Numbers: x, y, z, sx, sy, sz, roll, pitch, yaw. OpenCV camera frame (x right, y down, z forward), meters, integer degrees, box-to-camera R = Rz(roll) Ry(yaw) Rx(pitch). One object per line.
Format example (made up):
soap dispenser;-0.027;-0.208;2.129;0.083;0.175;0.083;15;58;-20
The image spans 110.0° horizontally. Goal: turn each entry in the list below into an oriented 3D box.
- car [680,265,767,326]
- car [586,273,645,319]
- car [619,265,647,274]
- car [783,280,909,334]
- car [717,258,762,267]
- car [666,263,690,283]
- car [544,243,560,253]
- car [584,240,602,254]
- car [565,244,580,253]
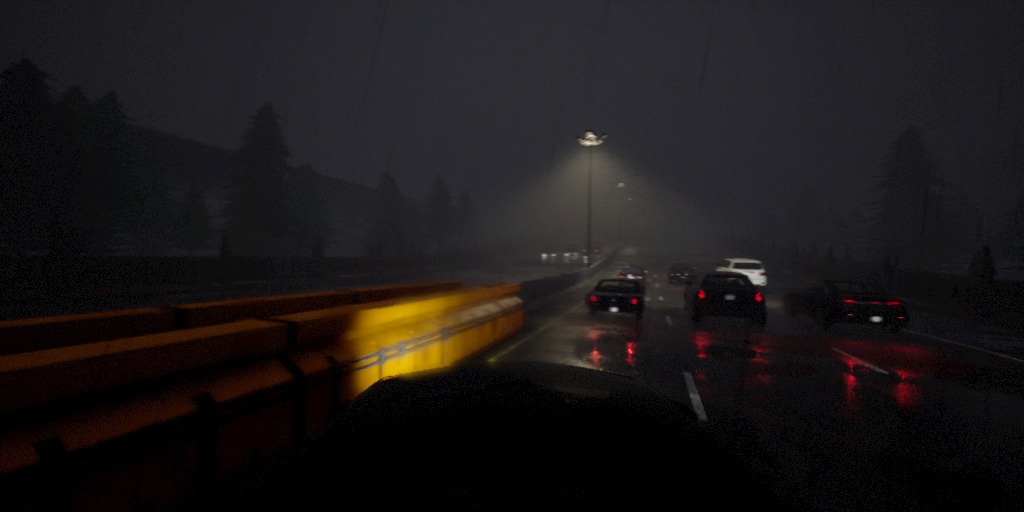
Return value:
car;7.699;1.367;13.383;2.097;1.767;4.553;1;-1;21
car;4.238;1.547;14.150;1.895;1.301;4.718;1;0;21
car;8.874;1.403;26.515;2.033;1.411;5.357;1;2;21
car;10.999;1.570;12.222;2.128;1.511;4.902;1;0;21
car;15.803;1.169;25.013;2.150;2.045;5.566;1;3;21
car;13.352;1.269;28.374;1.882;1.535;5.008;1;3;21
car;6.826;-1.460;60.882;1.882;1.535;5.008;1;6;21
car;12.998;-1.488;57.433;2.150;2.045;5.566;1;6;21
car;10.137;-1.323;59.755;1.994;1.385;4.181;1;6;21
